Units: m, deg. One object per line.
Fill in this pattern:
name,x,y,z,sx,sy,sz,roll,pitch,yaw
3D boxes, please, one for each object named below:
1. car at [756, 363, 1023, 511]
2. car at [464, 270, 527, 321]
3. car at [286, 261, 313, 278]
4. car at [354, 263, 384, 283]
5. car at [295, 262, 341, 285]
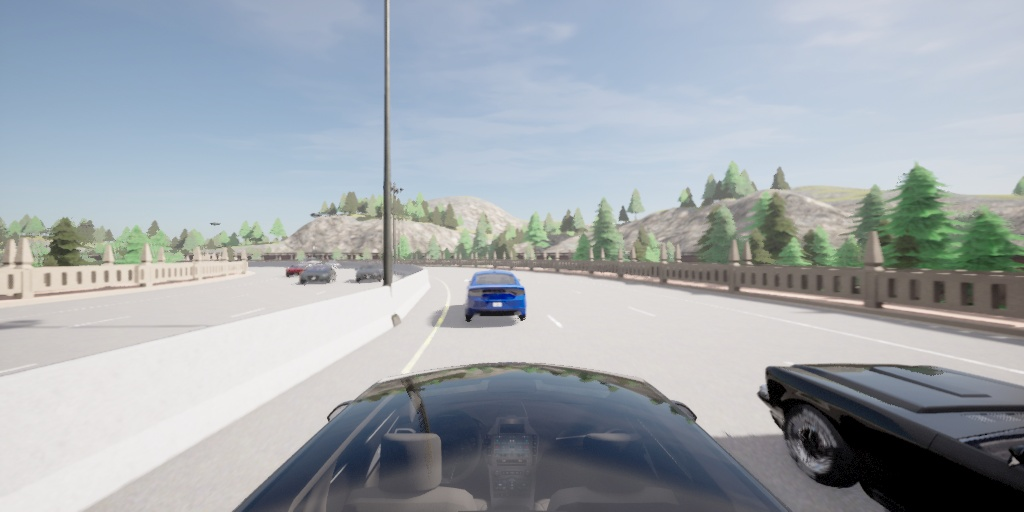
car,3.550,1.344,1.655,1.895,1.301,4.718,0,0,-1
car,-0.667,1.234,12.658,1.882,1.535,5.008,0,0,-6
car,-21.869,1.491,36.815,1.895,1.301,4.718,0,0,-25
car,-11.365,1.322,28.772,1.837,1.490,4.892,0,0,-18
car,-14.509,1.389,27.068,1.994,1.385,4.181,0,0,-17
